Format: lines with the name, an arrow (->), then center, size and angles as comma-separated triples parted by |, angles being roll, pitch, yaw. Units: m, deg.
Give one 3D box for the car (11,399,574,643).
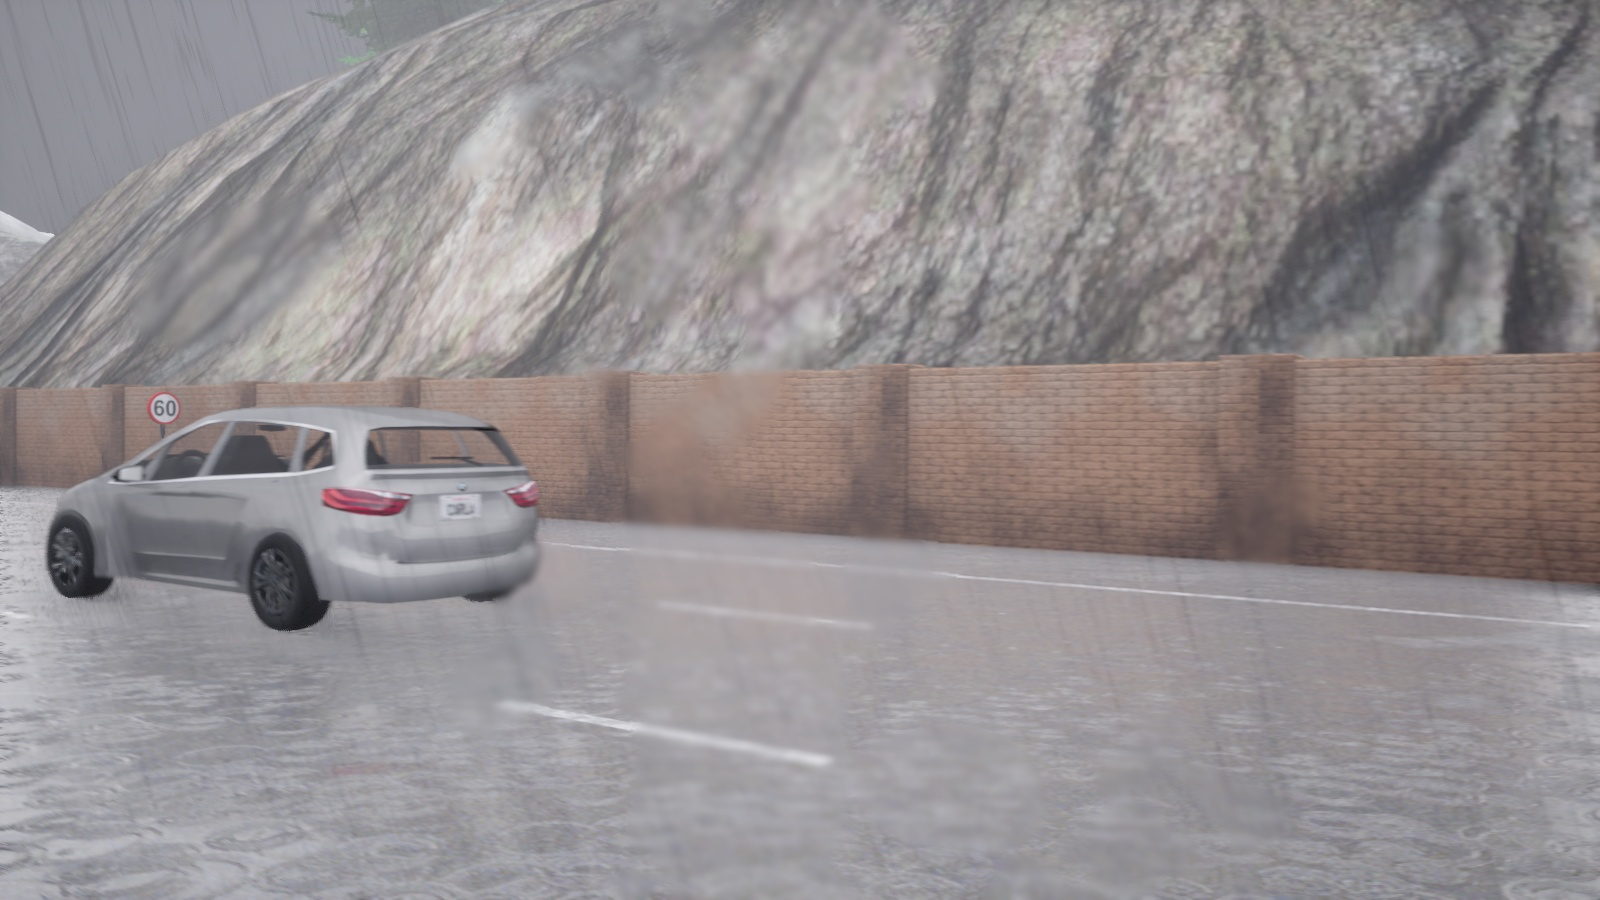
car -> -4.423, 0.468, 10.759 | 4.611, 1.667, 2.242 | 0, 1, 34
